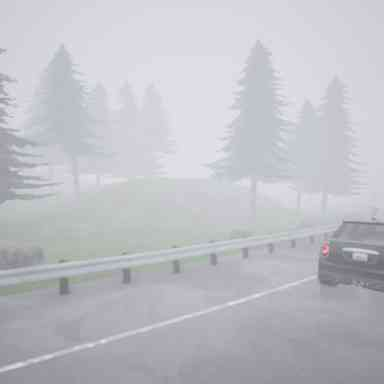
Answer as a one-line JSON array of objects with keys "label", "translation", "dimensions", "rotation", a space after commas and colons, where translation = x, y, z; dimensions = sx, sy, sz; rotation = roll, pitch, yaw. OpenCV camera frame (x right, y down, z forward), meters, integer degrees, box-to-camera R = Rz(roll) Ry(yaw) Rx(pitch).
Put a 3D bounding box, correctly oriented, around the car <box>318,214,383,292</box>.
[{"label": "car", "translation": [5.097, 1.369, 8.344], "dimensions": [4.553, 1.767, 2.097], "rotation": [0, 0, -41]}]
